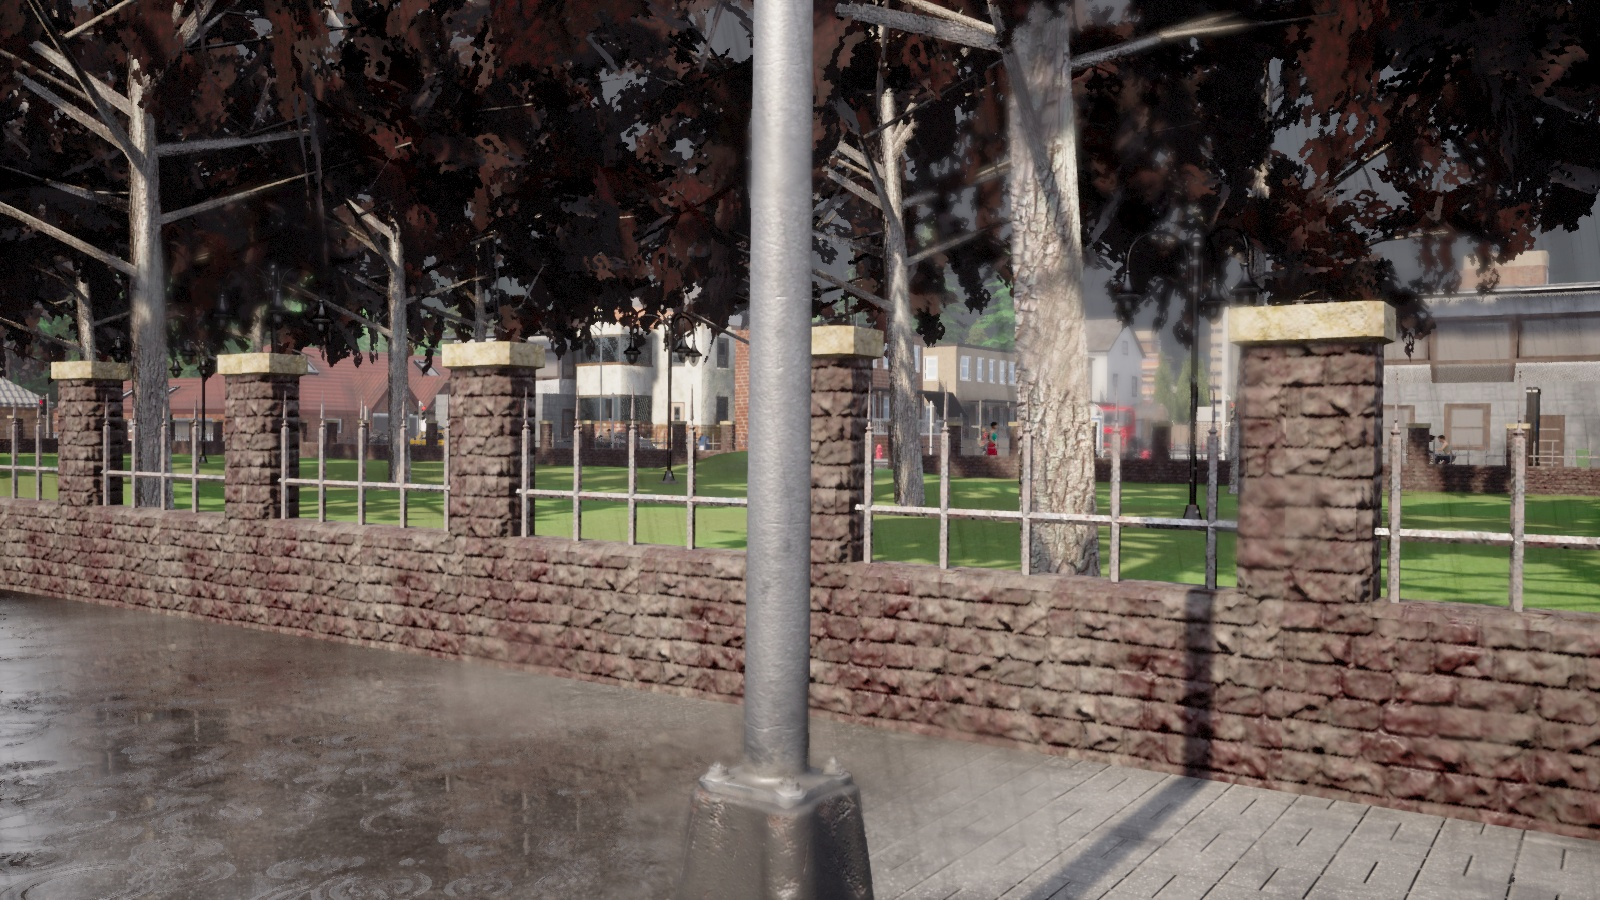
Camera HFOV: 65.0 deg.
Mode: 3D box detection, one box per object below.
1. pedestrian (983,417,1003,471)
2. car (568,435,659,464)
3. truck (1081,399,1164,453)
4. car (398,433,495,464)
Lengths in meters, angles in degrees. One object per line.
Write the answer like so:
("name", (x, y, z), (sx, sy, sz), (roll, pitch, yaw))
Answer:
("pedestrian", (6.606, -0.206, 42.976), (0.594, 1.836, 0.345), (0, 1, 34))
("car", (-9.690, -0.044, 65.082), (4.674, 1.442, 1.812), (0, 1, 34))
("truck", (21.707, -1.597, 84.199), (2.891, 3.462, 7.936), (0, 1, 34))
("car", (-18.705, -0.066, 66.293), (5.366, 1.575, 1.801), (0, 1, 33))
